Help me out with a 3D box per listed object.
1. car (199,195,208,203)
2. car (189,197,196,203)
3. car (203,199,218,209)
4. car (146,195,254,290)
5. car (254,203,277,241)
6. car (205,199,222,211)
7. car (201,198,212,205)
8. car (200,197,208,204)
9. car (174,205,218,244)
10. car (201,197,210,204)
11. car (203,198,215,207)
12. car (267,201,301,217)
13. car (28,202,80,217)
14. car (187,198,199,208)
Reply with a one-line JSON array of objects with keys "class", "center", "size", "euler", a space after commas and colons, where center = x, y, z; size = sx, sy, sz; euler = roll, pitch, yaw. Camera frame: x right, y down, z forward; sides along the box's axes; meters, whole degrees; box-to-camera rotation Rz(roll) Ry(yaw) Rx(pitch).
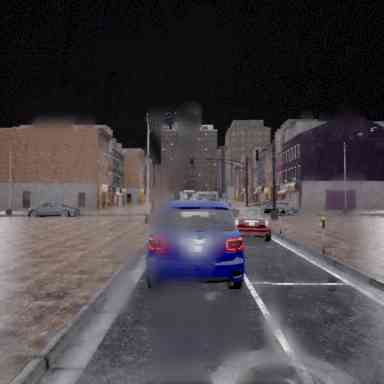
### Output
[{"class": "car", "center": [2.798, 1.755, 81.668], "size": [2.192, 1.841, 5.009], "euler": [1, -1, 0]}, {"class": "car", "center": [0.143, 1.967, 84.119], "size": [1.837, 1.490, 4.892], "euler": [0, -1, 0]}, {"class": "car", "center": [2.738, 1.717, 49.040], "size": [1.947, 1.339, 4.313], "euler": [1, 0, 0]}, {"class": "car", "center": [0.057, 1.230, 9.220], "size": [2.150, 2.045, 5.566], "euler": [0, 0, -1]}, {"class": "car", "center": [2.689, 1.462, 16.857], "size": [1.967, 1.590, 4.097], "euler": [2, 0, 0]}, {"class": "car", "center": [2.729, 1.684, 43.603], "size": [1.947, 1.339, 4.313], "euler": [1, 0, 0]}, {"class": "car", "center": [2.765, 1.846, 65.352], "size": [1.947, 1.339, 4.313], "euler": [1, -1, 0]}, {"class": "car", "center": [2.785, 1.911, 76.397], "size": [1.752, 1.417, 4.829], "euler": [1, -1, 0]}, {"class": "car", "center": [0.125, 1.500, 17.044], "size": [1.882, 1.535, 5.008], "euler": [0, 0, -1]}, {"class": "car", "center": [2.776, 1.858, 70.959], "size": [1.752, 1.417, 4.829], "euler": [1, -1, 0]}, {"class": "car", "center": [2.749, 1.716, 54.647], "size": [1.752, 1.417, 4.829], "euler": [1, 0, 0]}, {"class": "car", "center": [7.934, 1.583, 32.086], "size": [4.902, 1.511, 2.128], "euler": [0, -2, 5]}, {"class": "car", "center": [-11.924, 1.590, 28.928], "size": [4.181, 1.385, 1.994], "euler": [0, -2, 0]}, {"class": "car", "center": [0.184, 1.689, 53.818], "size": [1.837, 1.490, 4.892], "euler": [0, 0, 0]}]
